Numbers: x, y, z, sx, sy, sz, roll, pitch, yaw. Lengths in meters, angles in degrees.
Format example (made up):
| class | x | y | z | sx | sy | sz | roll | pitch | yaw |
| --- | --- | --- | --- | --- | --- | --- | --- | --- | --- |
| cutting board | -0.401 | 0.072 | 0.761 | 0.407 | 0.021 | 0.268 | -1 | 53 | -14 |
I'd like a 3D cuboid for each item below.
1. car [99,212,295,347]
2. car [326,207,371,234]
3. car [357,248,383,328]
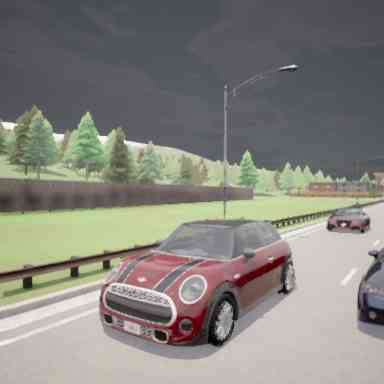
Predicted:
| class | x | y | z | sx | sy | sz | roll | pitch | yaw |
| --- | --- | --- | --- | --- | --- | --- | --- | --- | --- |
| car | 0.412 | 1.350 | 6.592 | 2.097 | 1.767 | 4.553 | 1 | 0 | 34 |
| car | 9.475 | 1.621 | 19.982 | 1.994 | 1.385 | 4.181 | 1 | 0 | 34 |
| car | 4.496 | 1.596 | 6.381 | 1.994 | 1.385 | 4.181 | 1 | 0 | 34 |
